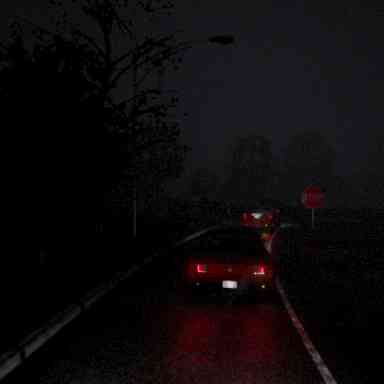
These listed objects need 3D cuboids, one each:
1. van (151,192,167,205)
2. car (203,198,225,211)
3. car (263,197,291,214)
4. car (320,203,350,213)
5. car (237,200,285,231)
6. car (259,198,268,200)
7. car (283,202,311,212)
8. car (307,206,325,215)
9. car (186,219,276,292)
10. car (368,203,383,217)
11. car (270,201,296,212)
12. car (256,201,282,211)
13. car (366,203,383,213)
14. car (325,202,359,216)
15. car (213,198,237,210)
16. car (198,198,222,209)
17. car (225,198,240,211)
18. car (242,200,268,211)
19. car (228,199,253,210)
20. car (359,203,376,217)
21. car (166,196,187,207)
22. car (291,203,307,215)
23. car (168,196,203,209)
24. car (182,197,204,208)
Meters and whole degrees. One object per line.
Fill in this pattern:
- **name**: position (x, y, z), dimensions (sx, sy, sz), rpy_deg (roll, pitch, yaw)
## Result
- **van**: position (-5.031, 1.010, 51.588), dimensions (1.878, 1.987, 4.442), rpy_deg (4, 0, -18)
- **car**: position (1.719, 1.487, 40.207), dimensions (2.163, 1.488, 4.792), rpy_deg (4, -1, -18)
- **car**: position (9.657, 1.738, 42.827), dimensions (2.435, 2.045, 5.566), rpy_deg (4, -1, -18)
- **car**: position (26.596, 2.942, 61.969), dimensions (1.946, 1.575, 5.366), rpy_deg (2, 0, -18)
- **car**: position (4.853, 1.612, 22.836), dimensions (2.097, 1.767, 4.553), rpy_deg (0, -1, 21)
- **car**: position (7.005, 1.820, 41.916), dimensions (2.097, 1.535, 5.008), rpy_deg (4, -1, -18)
- **car**: position (18.725, 2.645, 59.559), dimensions (2.231, 1.521, 4.892), rpy_deg (3, -1, -18)
- **car**: position (14.939, 2.327, 44.511), dimensions (2.163, 1.488, 4.792), rpy_deg (3, -1, -18)
- **car**: position (1.091, 1.664, 9.149), dimensions (1.895, 1.301, 4.718), rpy_deg (0, -1, 8)
- **car**: position (25.506, 2.819, 48.061), dimensions (2.163, 1.488, 4.792), rpy_deg (2, -1, -18)
- **car**: position (15.956, 2.519, 58.646), dimensions (2.097, 1.535, 5.008), rpy_deg (3, -1, -18)
- **car**: position (13.310, 2.390, 57.772), dimensions (2.097, 1.535, 5.008), rpy_deg (3, -1, -18)
- **car**: position (37.124, 3.110, 65.672), dimensions (2.185, 1.767, 4.553), rpy_deg (1, 0, -18)
- **car**: position (20.241, 2.435, 46.259), dimensions (2.185, 1.767, 4.553), rpy_deg (3, -1, -18)
- **car**: position (5.434, 1.948, 55.373), dimensions (1.946, 1.575, 5.366), rpy_deg (4, -1, -18)
- **car**: position (2.835, 1.812, 54.350), dimensions (2.163, 1.488, 4.792), rpy_deg (4, -1, -18)
- **car**: position (4.368, 1.517, 41.083), dimensions (2.185, 1.767, 4.553), rpy_deg (4, -1, -18)
- **car**: position (10.668, 2.283, 56.875), dimensions (2.163, 1.488, 4.792), rpy_deg (3, -1, -18)
- **car**: position (8.084, 2.108, 56.248), dimensions (1.946, 1.575, 5.366), rpy_deg (4, -1, -18)
- **car**: position (22.879, 2.709, 47.132), dimensions (2.163, 1.488, 4.792), rpy_deg (2, -1, -18)
- **car**: position (-2.556, 1.451, 52.542), dimensions (2.002, 1.452, 4.674), rpy_deg (4, -1, -18)
- **car**: position (12.298, 2.149, 43.663), dimensions (2.231, 1.521, 4.892), rpy_deg (3, -1, -18)
- **car**: position (-0.900, 1.301, 39.281), dimensions (2.163, 1.488, 4.792), rpy_deg (4, -1, -18)
- **car**: position (0.083, 1.636, 53.413), dimensions (2.002, 1.452, 4.674), rpy_deg (4, -1, -18)
